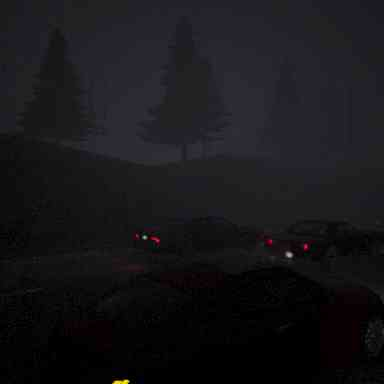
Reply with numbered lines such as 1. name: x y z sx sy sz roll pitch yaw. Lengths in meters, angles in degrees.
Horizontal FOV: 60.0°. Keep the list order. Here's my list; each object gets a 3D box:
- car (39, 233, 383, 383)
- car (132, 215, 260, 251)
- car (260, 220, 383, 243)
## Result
1. car: 0.636 1.538 4.213 4.674 1.442 1.812 0 0 -36
2. car: 0.432 1.585 12.683 5.357 1.411 2.033 0 0 -37
3. car: 4.763 1.634 11.534 4.718 1.301 1.895 0 0 -37
